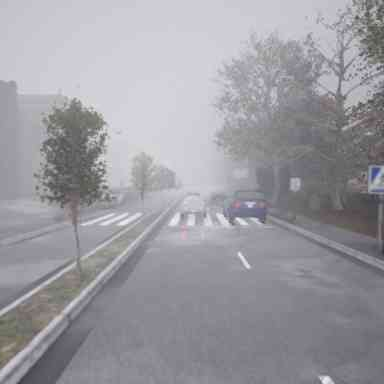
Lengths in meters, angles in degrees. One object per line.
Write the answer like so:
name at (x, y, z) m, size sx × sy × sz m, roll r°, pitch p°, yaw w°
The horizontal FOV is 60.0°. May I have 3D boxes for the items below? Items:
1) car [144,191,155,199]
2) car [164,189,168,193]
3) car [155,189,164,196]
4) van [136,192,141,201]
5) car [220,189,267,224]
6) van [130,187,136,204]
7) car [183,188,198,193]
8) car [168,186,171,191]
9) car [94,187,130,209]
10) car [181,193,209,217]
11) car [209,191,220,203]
car at (-8.021, 0.047, 55.012) m, size 2.435 × 2.045 × 5.566 m, roll 0°, pitch 1°, yaw 0°
car at (-7.862, -0.419, 82.776) m, size 2.231 × 1.521 × 4.892 m, roll 0°, pitch 2°, yaw 0°
car at (-7.925, -0.095, 71.653) m, size 2.163 × 1.488 × 4.792 m, roll 0°, pitch 2°, yaw 0°
van at (-8.083, 0.342, 43.835) m, size 1.878 × 1.987 × 4.442 m, roll 0°, pitch 1°, yaw 0°
car at (3.252, 0.813, 21.270) m, size 2.150 × 2.045 × 5.566 m, roll 0°, pitch 1°, yaw 0°
van at (-8.115, 0.471, 38.290) m, size 1.878 × 1.987 × 4.442 m, roll 0°, pitch 1°, yaw 0°
car at (0.104, 0.592, 43.021) m, size 2.128 × 1.511 × 4.902 m, roll 0°, pitch 1°, yaw 0°
car at (-7.799, -0.723, 93.765) m, size 2.097 × 1.535 × 5.008 m, roll 0°, pitch 2°, yaw 1°
car at (-8.145, 0.569, 32.833) m, size 2.435 × 2.045 × 5.566 m, roll 0°, pitch 1°, yaw 0°
car at (0.103, 1.031, 25.210) m, size 1.812 × 1.442 × 4.674 m, roll 0°, pitch 1°, yaw 0°
car at (3.254, 0.602, 43.224) m, size 1.837 × 1.490 × 4.892 m, roll 0°, pitch 1°, yaw 0°
